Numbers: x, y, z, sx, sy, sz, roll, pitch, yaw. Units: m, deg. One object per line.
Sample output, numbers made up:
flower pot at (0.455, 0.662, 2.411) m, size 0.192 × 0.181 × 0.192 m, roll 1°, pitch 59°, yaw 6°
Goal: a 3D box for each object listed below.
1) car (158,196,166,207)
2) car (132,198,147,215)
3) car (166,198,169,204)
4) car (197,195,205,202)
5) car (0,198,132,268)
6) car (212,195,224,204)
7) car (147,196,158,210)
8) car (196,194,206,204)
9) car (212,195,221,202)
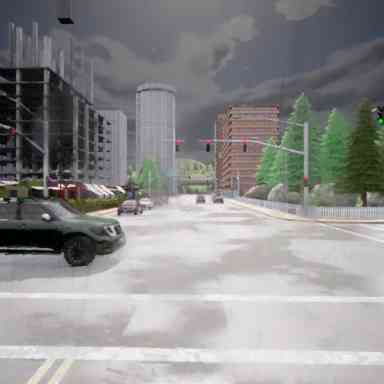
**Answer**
car at (-5.698, 1.352, 51.767) m, size 2.097 × 1.767 × 4.553 m, roll 0°, pitch 0°, yaw 1°
car at (-6.170, 1.526, 33.672) m, size 1.812 × 1.442 × 4.674 m, roll 0°, pitch 0°, yaw 2°
car at (-5.429, 1.564, 61.690) m, size 1.994 × 1.385 × 4.181 m, roll 0°, pitch 0°, yaw 2°
car at (1.960, 1.326, 74.667) m, size 1.837 × 1.490 × 4.892 m, roll 0°, pitch 0°, yaw 1°
car at (-5.063, 1.222, 10.967) m, size 5.566 × 2.045 × 2.150 m, roll 0°, pitch 0°, yaw 3°
car at (5.241, 1.525, 65.714) m, size 1.812 × 1.442 × 4.674 m, roll 0°, pitch 0°, yaw 1°
car at (-5.927, 1.526, 42.762) m, size 1.812 × 1.442 × 4.674 m, roll 0°, pitch 0°, yaw 1°
car at (1.734, 1.601, 65.482) m, size 1.895 × 1.301 × 4.718 m, roll 0°, pitch 0°, yaw 1°
car at (5.460, 1.421, 74.610) m, size 1.895 × 1.301 × 4.718 m, roll 0°, pitch 0°, yaw 1°
